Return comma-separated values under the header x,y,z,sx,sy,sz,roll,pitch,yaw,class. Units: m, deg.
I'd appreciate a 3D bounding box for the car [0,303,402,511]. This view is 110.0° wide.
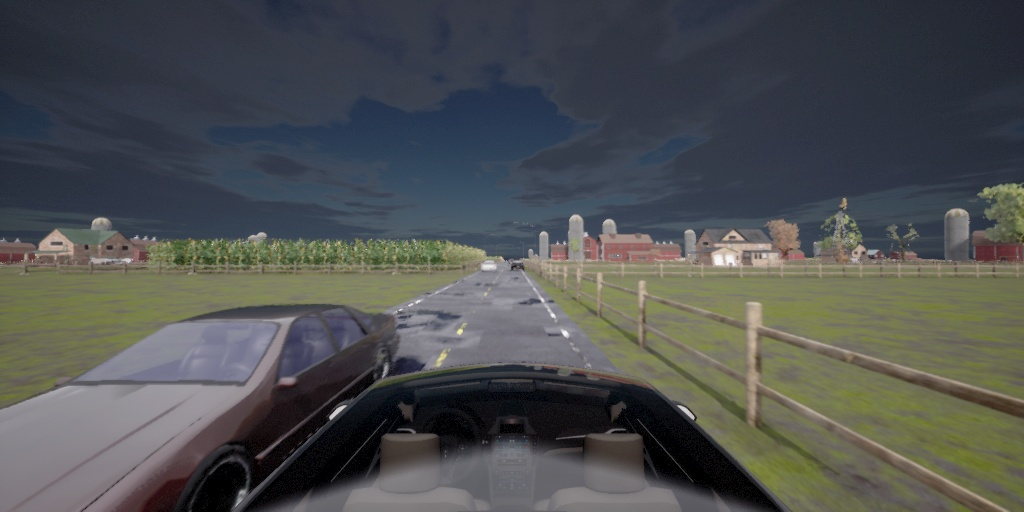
x,y,z,sx,sy,sz,roll,pitch,yaw,class
-2.850,1.298,4.063,2.033,1.411,5.357,0,0,0,car

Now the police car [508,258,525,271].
x,y,z,sx,sy,sz,roll,pitch,yaw,class
0.823,1.260,51.530,1.930,1.638,5.238,0,0,0,police car

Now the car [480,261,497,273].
x,y,z,sx,sy,sz,roll,pitch,yaw,class
-2.835,1.338,44.591,1.812,1.442,4.674,0,0,0,car
